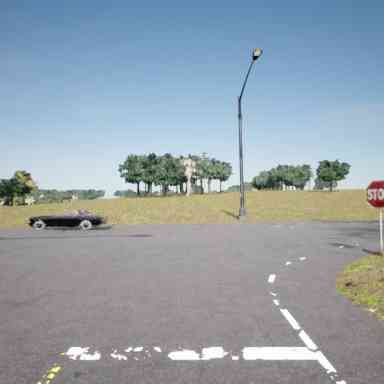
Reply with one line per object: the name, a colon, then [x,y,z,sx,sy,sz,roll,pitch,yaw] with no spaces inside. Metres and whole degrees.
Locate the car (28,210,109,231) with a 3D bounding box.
car: [-7.941,1.804,21.509,4.718,1.301,1.895,-1,-2,0]
